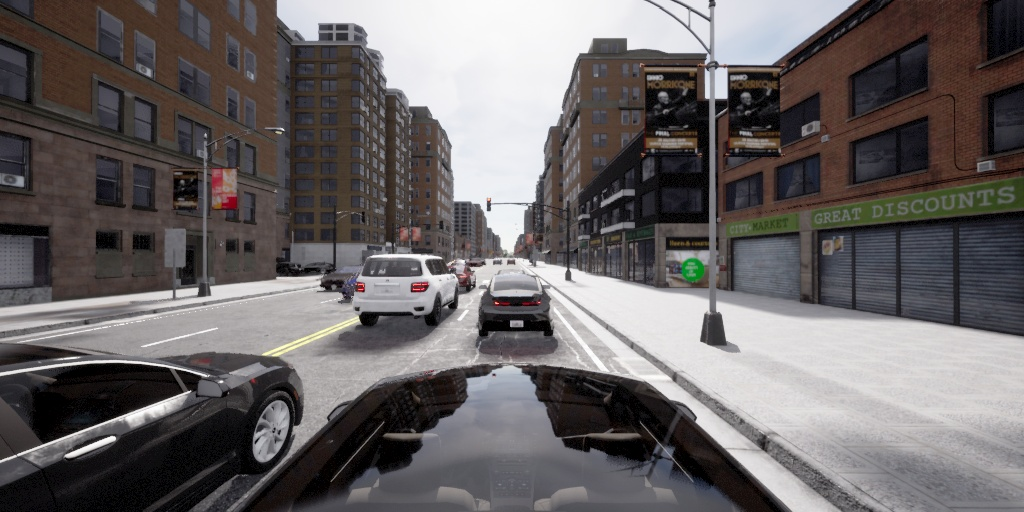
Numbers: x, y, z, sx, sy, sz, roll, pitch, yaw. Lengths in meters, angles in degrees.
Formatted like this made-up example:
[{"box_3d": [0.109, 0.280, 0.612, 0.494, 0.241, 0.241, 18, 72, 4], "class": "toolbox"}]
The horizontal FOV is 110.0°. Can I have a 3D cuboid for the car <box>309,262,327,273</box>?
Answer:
[{"box_3d": [-22.227, 1.346, 40.689, 4.313, 1.339, 1.948, 0, 0, 0], "class": "car"}]

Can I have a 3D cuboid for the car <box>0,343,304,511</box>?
[{"box_3d": [-3.153, 1.255, 1.903, 1.837, 1.490, 4.892, 0, 0, 0], "class": "car"}]

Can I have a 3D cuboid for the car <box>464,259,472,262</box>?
[{"box_3d": [-6.687, 1.256, 45.336, 2.128, 1.511, 4.902, 0, 0, 0], "class": "car"}]

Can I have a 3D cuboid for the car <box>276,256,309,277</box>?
[{"box_3d": [-23.555, 0.973, 35.212, 5.566, 2.045, 2.150, 0, 0, 0], "class": "car"}]

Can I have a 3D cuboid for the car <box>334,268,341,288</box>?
[{"box_3d": [-6.635, 1.277, 17.761, 1.812, 1.442, 4.674, 0, 0, 0], "class": "car"}]

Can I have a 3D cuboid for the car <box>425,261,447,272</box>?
[{"box_3d": [-9.941, 1.329, 47.196, 1.994, 1.385, 4.181, 0, 0, 0], "class": "car"}]

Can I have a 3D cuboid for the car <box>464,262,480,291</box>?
[{"box_3d": [-3.248, 1.279, 21.556, 1.812, 1.442, 4.674, 0, 0, 0], "class": "car"}]

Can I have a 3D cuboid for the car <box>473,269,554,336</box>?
[{"box_3d": [0.085, 1.256, 10.348, 1.837, 1.490, 4.892, 0, 0, 0], "class": "car"}]

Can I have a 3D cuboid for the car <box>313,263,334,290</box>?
[{"box_3d": [-9.894, 1.300, 22.561, 2.033, 1.411, 5.357, 0, 0, 0], "class": "car"}]

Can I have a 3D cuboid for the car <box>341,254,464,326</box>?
[{"box_3d": [-3.173, 0.972, 11.856, 2.150, 2.045, 5.566, 0, 0, 1], "class": "car"}]

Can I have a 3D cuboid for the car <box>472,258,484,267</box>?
[{"box_3d": [-6.687, 1.129, 64.340, 2.097, 1.767, 4.553, 0, 0, 0], "class": "car"}]
